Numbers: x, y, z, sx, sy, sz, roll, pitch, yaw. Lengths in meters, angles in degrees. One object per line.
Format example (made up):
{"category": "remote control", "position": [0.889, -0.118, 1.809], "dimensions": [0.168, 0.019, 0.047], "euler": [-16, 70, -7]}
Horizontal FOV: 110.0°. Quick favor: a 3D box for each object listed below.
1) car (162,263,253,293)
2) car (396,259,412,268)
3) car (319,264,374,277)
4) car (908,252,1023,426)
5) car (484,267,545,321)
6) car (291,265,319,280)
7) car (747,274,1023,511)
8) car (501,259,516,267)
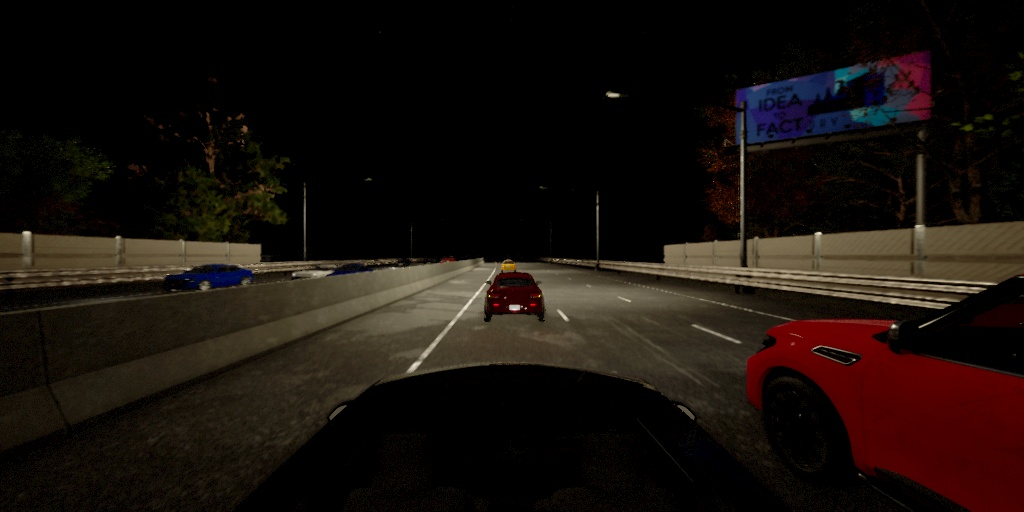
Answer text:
{"category": "car", "position": [-17.723, 1.226, 21.202], "dimensions": [1.882, 1.535, 5.008], "euler": [0, 0, -1]}
{"category": "car", "position": [-18.574, 1.237, 61.817], "dimensions": [1.812, 1.442, 4.674], "euler": [0, 0, -1]}
{"category": "car", "position": [-10.748, 1.271, 24.166], "dimensions": [1.812, 1.442, 4.674], "euler": [0, 0, -1]}
{"category": "car", "position": [7.094, 0.970, 2.672], "dimensions": [2.150, 2.045, 5.566], "euler": [0, 0, 0]}
{"category": "car", "position": [0.068, 1.274, 12.345], "dimensions": [1.812, 1.442, 4.674], "euler": [0, 0, 0]}
{"category": "car", "position": [-14.294, 1.345, 26.791], "dimensions": [1.895, 1.301, 4.718], "euler": [0, 0, -1]}
{"category": "car", "position": [3.595, 0.971, 1.464], "dimensions": [2.150, 2.045, 5.566], "euler": [0, 0, 0]}
{"category": "car", "position": [-0.429, 1.181, 44.057], "dimensions": [1.801, 1.575, 5.366], "euler": [0, 0, -1]}
